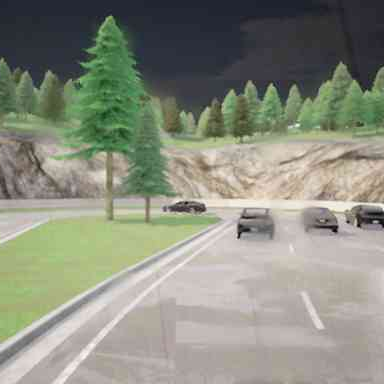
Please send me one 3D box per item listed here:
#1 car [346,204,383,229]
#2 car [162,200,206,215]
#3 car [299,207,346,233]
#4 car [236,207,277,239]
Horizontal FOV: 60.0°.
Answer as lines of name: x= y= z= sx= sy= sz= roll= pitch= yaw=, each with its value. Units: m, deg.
car: x=11.866 y=1.610 z=22.901 sx=1.837 sy=1.490 sz=4.892 roll=0 pitch=0 yaw=12
car: x=-0.899 y=1.646 z=36.152 sx=4.892 sy=1.490 sz=1.837 roll=0 pitch=-2 yaw=25
car: x=7.739 y=1.638 z=20.609 sx=2.033 sy=1.411 sz=5.357 roll=0 pitch=0 yaw=14
car: x=3.512 y=1.568 z=17.995 sx=2.128 sy=1.511 sz=4.902 roll=0 pitch=0 yaw=14
